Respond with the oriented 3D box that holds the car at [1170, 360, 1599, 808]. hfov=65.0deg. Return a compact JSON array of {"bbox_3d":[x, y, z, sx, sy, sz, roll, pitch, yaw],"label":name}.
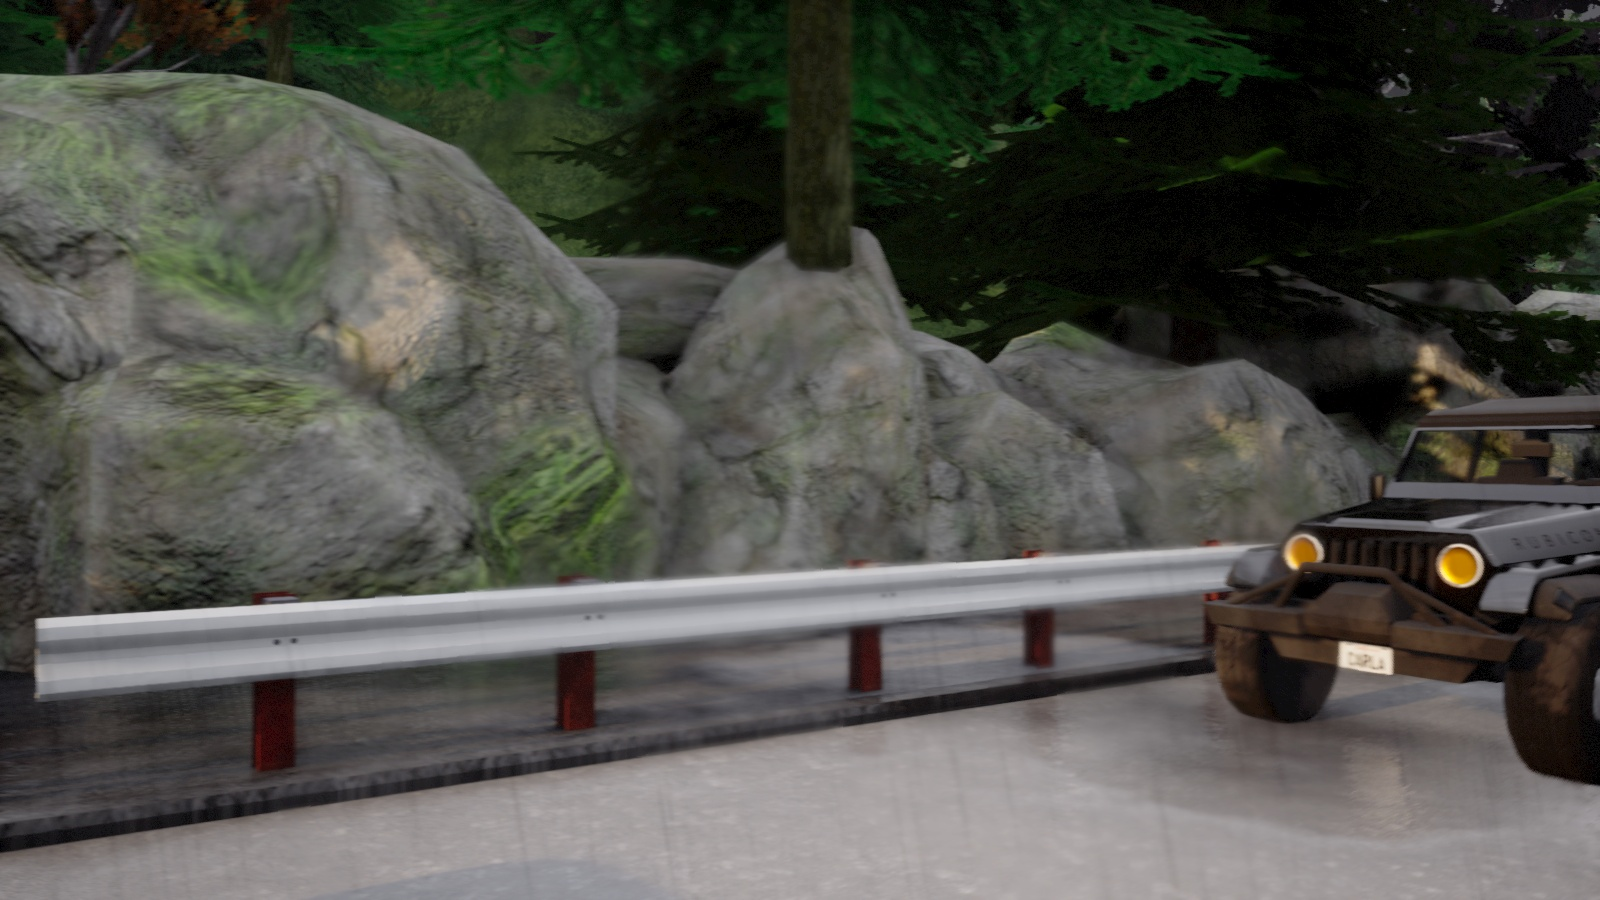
[{"bbox_3d":[4.142,0.573,7.151,3.866,1.878,1.905,0,0,-35],"label":"car"}]
